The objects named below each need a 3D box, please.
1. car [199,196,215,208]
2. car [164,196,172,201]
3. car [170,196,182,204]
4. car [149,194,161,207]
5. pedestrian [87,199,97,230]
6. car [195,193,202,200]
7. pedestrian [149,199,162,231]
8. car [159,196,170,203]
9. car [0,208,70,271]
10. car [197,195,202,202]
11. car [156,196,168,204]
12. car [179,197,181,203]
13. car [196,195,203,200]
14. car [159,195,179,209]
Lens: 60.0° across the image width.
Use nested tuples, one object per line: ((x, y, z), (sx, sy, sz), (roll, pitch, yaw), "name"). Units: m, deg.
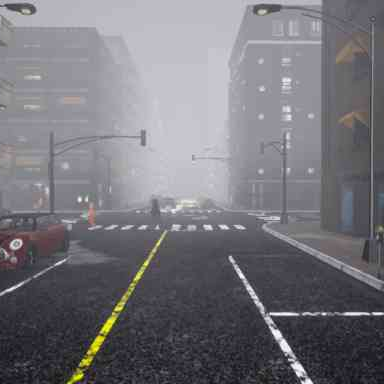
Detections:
((2.288, 1.568, 47.154), (1.802, 1.307, 4.206), (-1, 0, 0), "car")
((-5.781, 1.552, 80.393), (1.802, 1.307, 4.206), (-1, 0, 0), "car")
((-3.151, 1.525, 67.064), (2.033, 1.411, 5.357), (0, 0, 0), "car")
((-5.627, 1.298, 52.707), (2.192, 1.841, 5.009), (-1, 0, 0), "car")
((-5.932, 1.288, 19.734), (0.375, 1.860, 0.375), (-1, 1, 0), "pedestrian")
((2.130, 1.518, 74.849), (1.887, 1.381, 4.507), (-1, 0, 0), "car")
((-2.117, 1.289, 19.214), (0.375, 1.860, 0.375), (-1, 1, 0), "pedestrian")
((-5.718, 1.558, 69.319), (1.802, 1.307, 4.206), (-1, 0, 0), "car")
((-5.517, 1.437, 10.729), (1.967, 1.590, 4.097), (-1, 0, 0), "car")
((2.256, 1.534, 52.693), (2.008, 1.369, 4.403), (-1, 0, 0), "car")
((-5.687, 1.504, 63.611), (1.752, 1.417, 4.829), (-1, 0, 0), "car")
((-3.156, 1.583, 55.955), (1.895, 1.301, 4.718), (0, 0, 0), "car")
((2.036, 1.546, 91.467), (1.802, 1.307, 4.206), (-1, 0, 0), "car")
((-3.102, 1.491, 45.855), (1.837, 1.490, 4.892), (0, 0, 0), "car")
